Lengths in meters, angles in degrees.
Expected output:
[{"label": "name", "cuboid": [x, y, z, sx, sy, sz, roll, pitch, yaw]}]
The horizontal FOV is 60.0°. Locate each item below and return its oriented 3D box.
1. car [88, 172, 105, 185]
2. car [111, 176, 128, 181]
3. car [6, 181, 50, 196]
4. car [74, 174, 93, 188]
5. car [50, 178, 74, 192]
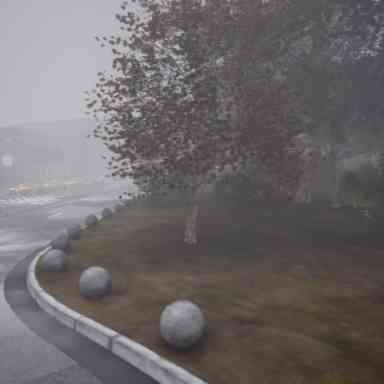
[{"label": "car", "cuboid": [-16.784, -2.253, 56.707, 2.435, 2.045, 5.566, -1, 5, 11]}, {"label": "car", "cuboid": [-14.651, -2.994, 67.524, 2.163, 1.488, 4.792, -1, 5, 11]}, {"label": "car", "cuboid": [-20.031, -0.444, 40.264, 1.946, 1.575, 5.366, -1, 5, 11]}, {"label": "car", "cuboid": [-17.895, -1.468, 51.054, 1.946, 1.575, 5.366, -1, 5, 11]}, {"label": "car", "cuboid": [-18.958, -0.958, 45.657, 1.946, 1.575, 5.366, -1, 5, 11]}]
